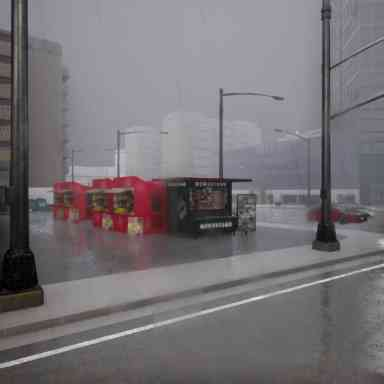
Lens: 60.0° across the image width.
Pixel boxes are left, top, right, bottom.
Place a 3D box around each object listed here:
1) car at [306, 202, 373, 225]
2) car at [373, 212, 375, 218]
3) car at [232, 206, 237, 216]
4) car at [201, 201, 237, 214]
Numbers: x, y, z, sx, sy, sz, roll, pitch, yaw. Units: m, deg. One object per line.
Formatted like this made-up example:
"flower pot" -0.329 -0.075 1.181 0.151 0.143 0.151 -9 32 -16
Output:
"car" 10.571 1.647 24.552 1.994 1.385 4.181 0 -1 -36
"car" 12.549 1.592 27.791 2.128 1.511 4.902 0 -1 -36
"car" 2.904 1.763 35.140 1.812 1.442 4.674 0 -1 -36
"car" 3.219 1.825 40.673 1.812 1.442 4.674 0 -1 -36
